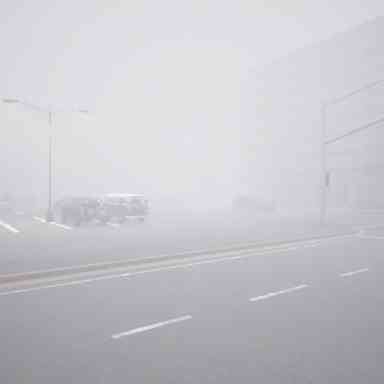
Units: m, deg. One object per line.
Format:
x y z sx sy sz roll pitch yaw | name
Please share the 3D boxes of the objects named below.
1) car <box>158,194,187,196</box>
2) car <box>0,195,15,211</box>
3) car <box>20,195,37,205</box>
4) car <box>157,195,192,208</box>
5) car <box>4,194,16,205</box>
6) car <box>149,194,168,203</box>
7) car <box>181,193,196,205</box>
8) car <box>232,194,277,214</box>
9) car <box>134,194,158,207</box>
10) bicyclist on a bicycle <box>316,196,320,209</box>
-3.540 1.533 58.443 1.882 1.535 5.008 0 0 -36 | car
-21.815 1.451 37.892 1.970 1.475 3.806 0 0 -35 | car
-27.298 1.209 55.342 1.932 1.855 4.605 0 0 -35 | car
-2.704 1.603 50.919 2.033 1.411 5.357 0 0 -35 | car
-29.692 1.212 53.715 1.905 1.878 3.866 0 0 -35 | car
-7.019 1.407 69.358 2.097 1.767 4.553 0 0 -35 | car
-1.486 1.277 61.596 2.150 2.045 5.566 0 0 -35 | car
6.900 1.277 37.417 2.150 2.045 5.566 0 0 -36 | car
-8.953 1.547 66.022 2.128 1.511 4.902 0 0 -35 | car
16.505 1.356 42.866 1.656 1.620 0.582 0 0 -35 | bicyclist on a bicycle
